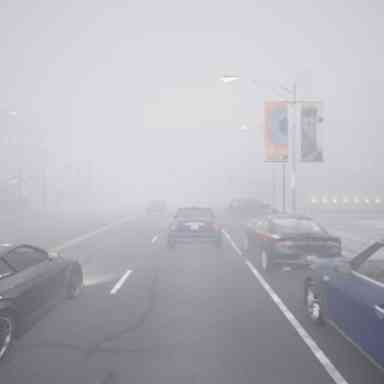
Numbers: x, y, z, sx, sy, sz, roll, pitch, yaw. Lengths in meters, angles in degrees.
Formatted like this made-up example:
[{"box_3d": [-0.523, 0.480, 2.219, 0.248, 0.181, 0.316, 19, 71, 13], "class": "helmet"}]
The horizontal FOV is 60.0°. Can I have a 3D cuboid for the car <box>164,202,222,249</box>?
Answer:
[{"box_3d": [0.105, 1.304, 14.385, 2.097, 1.767, 4.553, 0, 0, 0], "class": "car"}]

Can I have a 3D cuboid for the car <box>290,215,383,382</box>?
[{"box_3d": [3.041, 1.340, 4.141, 2.185, 1.767, 4.553, 0, 0, 0], "class": "car"}]

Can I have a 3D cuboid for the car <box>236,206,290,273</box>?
[{"box_3d": [2.904, 1.443, 10.567, 2.097, 1.535, 5.008, 0, 0, 0], "class": "car"}]

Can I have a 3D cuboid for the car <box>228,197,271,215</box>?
[{"box_3d": [5.558, 1.244, 31.600, 4.553, 1.767, 2.097, 0, 1, -41], "class": "car"}]

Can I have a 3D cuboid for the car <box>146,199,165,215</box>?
[{"box_3d": [-3.389, 1.436, 32.629, 2.033, 1.411, 5.357, 0, 0, 0], "class": "car"}]

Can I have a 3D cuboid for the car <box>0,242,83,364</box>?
[{"box_3d": [-3.398, 1.544, 5.681, 1.994, 1.385, 4.181, 0, 0, 0], "class": "car"}]
